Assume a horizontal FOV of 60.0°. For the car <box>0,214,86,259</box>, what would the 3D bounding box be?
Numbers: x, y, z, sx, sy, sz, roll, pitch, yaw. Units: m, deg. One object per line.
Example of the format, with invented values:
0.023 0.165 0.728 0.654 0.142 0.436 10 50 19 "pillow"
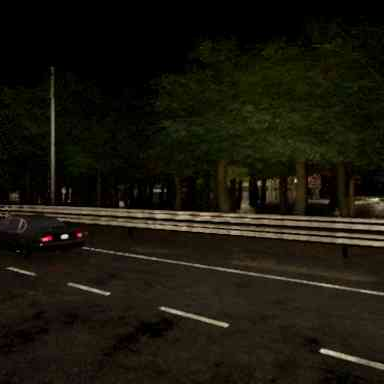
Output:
-6.354 1.574 12.722 5.357 1.411 2.033 0 0 36 "car"
